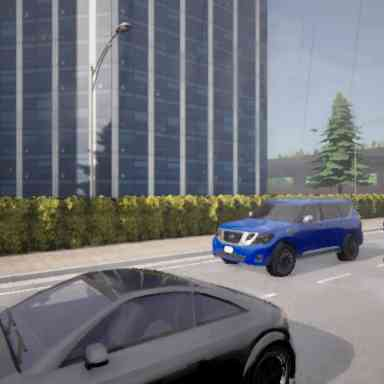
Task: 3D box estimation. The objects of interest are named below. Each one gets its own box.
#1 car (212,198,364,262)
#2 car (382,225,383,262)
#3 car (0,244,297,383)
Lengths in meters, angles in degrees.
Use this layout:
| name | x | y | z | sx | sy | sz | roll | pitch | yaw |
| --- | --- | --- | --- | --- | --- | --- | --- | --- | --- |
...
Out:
| name | x | y | z | sx | sy | sz | roll | pitch | yaw |
| --- | --- | --- | --- | --- | --- | --- | --- | --- | --- |
| car | 3.247 | 1.221 | 10.614 | 5.566 | 2.045 | 2.150 | 0 | 0 | -36 |
| car | 7.241 | 1.598 | 9.167 | 4.718 | 1.301 | 1.895 | 0 | 0 | -36 |
| car | -0.870 | 1.564 | 3.339 | 4.181 | 1.385 | 1.994 | 0 | 0 | -36 |
